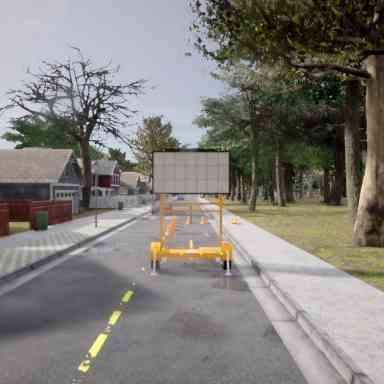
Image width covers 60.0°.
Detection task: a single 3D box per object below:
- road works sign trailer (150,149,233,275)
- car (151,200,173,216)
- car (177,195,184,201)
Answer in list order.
[{"bbox_3d":[-0.022,0.464,10.375,2.380,3.560,2.880,0,0,0],"label":"road works sign trailer"},{"bbox_3d":[-2.909,1.531,32.803,1.812,1.442,4.674,0,0,0],"label":"car"},{"bbox_3d":[-2.946,1.606,89.040,2.033,1.411,5.357,0,0,0],"label":"car"}]
